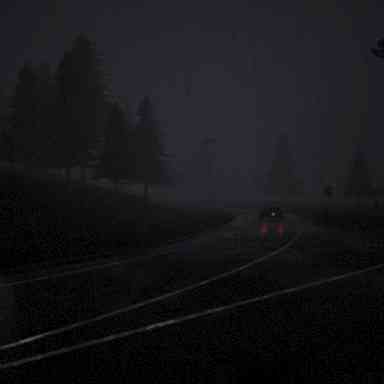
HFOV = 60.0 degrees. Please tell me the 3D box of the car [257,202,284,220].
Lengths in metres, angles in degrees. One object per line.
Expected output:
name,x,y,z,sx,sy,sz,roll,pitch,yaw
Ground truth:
car,6.647,1.541,28.356,1.812,1.442,4.674,0,0,7
